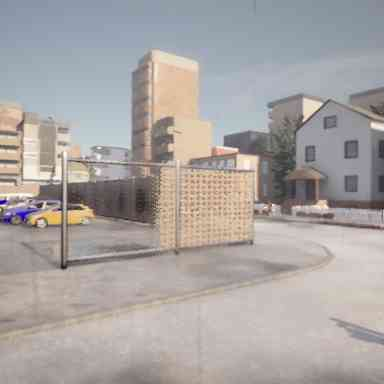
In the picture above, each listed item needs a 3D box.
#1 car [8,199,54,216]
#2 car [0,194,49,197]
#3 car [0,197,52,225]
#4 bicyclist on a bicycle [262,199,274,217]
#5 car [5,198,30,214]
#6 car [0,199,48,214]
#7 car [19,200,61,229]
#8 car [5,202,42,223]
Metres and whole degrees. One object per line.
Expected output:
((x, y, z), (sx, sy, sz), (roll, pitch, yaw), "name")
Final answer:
((-15.323, 1.455, 31.677), (3.633, 1.501, 1.845), (1, 0, -36), "car")
((-13.094, 1.278, 26.978), (3.866, 1.878, 1.905), (1, 0, -36), "car")
((-10.800, 1.381, 23.343), (4.611, 1.667, 2.242), (1, 0, -36), "car")
((7.236, 1.525, 31.657), (1.656, 1.620, 0.582), (0, 0, -36), "bicyclist on a bicycle")
((-18.383, 1.440, 34.961), (1.789, 1.547, 3.705), (1, 0, -36), "car")
((-18.386, 1.513, 35.239), (5.357, 1.415, 2.033), (1, 0, -36), "car")
((-8.353, 1.455, 21.195), (4.193, 1.474, 1.816), (1, 0, -36), "car")
((-12.538, 1.481, 24.717), (2.207, 1.379, 1.481), (1, 0, -36), "car")
